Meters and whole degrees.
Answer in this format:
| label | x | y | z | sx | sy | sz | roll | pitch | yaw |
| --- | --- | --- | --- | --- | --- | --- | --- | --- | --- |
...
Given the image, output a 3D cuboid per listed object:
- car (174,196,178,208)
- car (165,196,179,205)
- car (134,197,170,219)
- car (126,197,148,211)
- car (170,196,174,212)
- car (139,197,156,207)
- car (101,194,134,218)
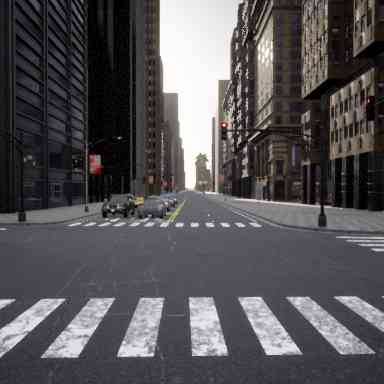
| label | x | y | z | sx | sy | sz | roll | pitch | yaw |
| --- | --- | --- | --- | --- | --- | --- | --- | --- | --- |
| car | -3.443 | 1.501 | 48.061 | 1.994 | 1.385 | 4.181 | 0 | 0 | -1 |
| car | -3.422 | 1.465 | 58.478 | 2.033 | 1.411 | 5.357 | 0 | 0 | 0 |
| car | -3.399 | 1.323 | 29.054 | 2.097 | 1.767 | 4.553 | 0 | 0 | 0 |
| car | -6.663 | 1.428 | 40.663 | 1.882 | 1.535 | 5.008 | 0 | 0 | 0 |
| car | -3.417 | 1.481 | 38.036 | 1.812 | 1.442 | 4.674 | 0 | 0 | 0 |
| car | -6.687 | 1.497 | 50.554 | 1.994 | 1.385 | 4.181 | 0 | 0 | 0 |
| car | -6.653 | 1.190 | 30.658 | 2.150 | 2.045 | 5.566 | 0 | 0 | 0 |
